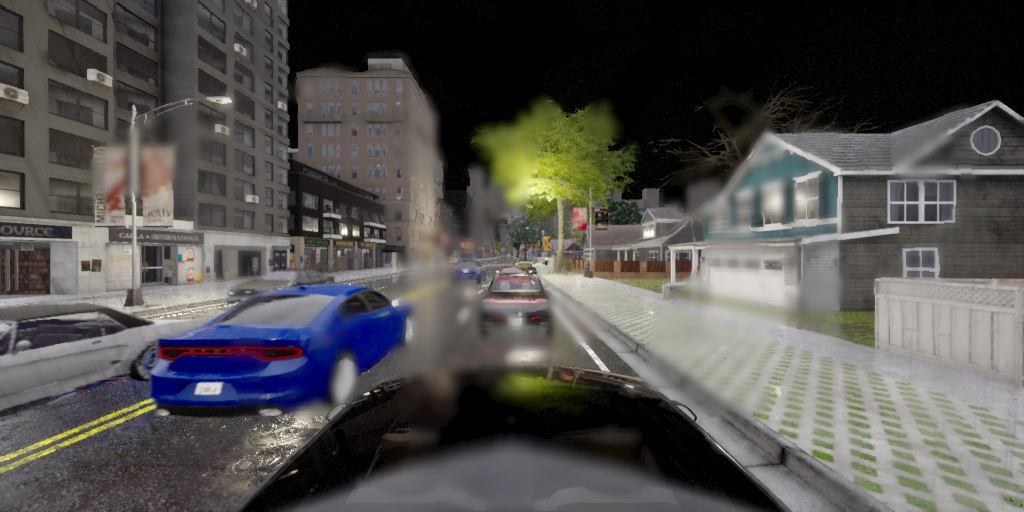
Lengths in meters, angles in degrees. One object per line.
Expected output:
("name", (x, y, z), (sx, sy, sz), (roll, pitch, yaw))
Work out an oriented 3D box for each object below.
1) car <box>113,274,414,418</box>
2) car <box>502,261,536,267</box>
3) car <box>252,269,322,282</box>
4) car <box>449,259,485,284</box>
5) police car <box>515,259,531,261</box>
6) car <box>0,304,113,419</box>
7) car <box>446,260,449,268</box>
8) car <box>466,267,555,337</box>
("car", (-3.144, 1.227, 6.195), (1.882, 1.535, 5.008), (0, 0, 0))
("car", (0.122, 1.219, 19.849), (1.882, 1.535, 5.008), (0, 0, 0))
("car", (-9.832, 1.292, 15.983), (2.033, 1.411, 5.357), (0, 0, 0))
("car", (-3.121, 1.085, 26.878), (2.097, 1.767, 4.553), (0, 0, 0))
("police car", (1.008, 1.156, 29.578), (1.930, 1.638, 5.238), (0, 0, 0))
("car", (-6.595, 1.351, 4.402), (1.895, 1.301, 4.718), (0, 0, 0))
("car", (-9.765, 1.168, 59.785), (1.882, 1.535, 5.008), (0, 0, 0))
("car", (0.113, 1.239, 10.346), (2.128, 1.511, 4.902), (0, 0, 0))
